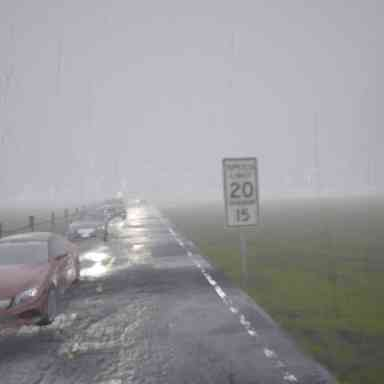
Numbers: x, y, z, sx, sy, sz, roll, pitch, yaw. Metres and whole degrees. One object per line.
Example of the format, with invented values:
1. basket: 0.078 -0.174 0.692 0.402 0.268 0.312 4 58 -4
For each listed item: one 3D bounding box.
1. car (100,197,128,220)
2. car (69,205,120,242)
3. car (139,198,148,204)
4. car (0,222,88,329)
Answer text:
1. car: -7.271 1.540 31.272 2.150 2.045 5.566 -3 0 -8
2. car: -5.204 1.719 17.555 2.128 1.511 4.902 -3 0 -9
3. car: -10.891 1.923 74.289 1.895 1.301 4.718 -3 0 -9
4. car: -3.653 1.685 7.309 1.812 1.442 4.674 -3 0 -10
